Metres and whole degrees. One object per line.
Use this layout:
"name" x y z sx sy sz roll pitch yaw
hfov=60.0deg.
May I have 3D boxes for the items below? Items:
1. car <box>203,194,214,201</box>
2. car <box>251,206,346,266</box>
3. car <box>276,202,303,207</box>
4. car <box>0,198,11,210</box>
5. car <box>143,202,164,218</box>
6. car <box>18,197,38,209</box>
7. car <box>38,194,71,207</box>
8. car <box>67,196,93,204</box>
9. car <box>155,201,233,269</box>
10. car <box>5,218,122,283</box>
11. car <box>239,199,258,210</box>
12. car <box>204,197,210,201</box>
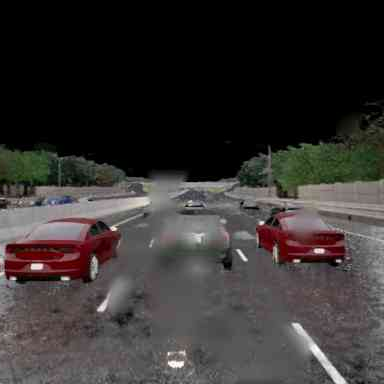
"car" 4.208 1.670 79.882 1.895 1.301 4.718 0 0 1
"car" 3.523 1.482 11.659 1.882 1.535 5.008 0 0 0
"car" 7.165 1.510 24.919 2.128 1.511 4.902 0 0 1
"car" -24.375 1.549 41.154 1.837 1.490 4.892 0 -1 1
"car" -3.279 1.592 30.771 1.994 1.385 4.181 0 0 0
"car" -20.845 1.397 43.770 2.097 1.767 4.553 0 0 1
"car" -17.355 1.269 43.201 2.150 2.045 5.566 0 0 1
"car" -13.862 1.570 42.587 1.812 1.442 4.674 0 0 1
"car" 0.124 1.355 11.347 2.097 1.767 4.553 0 0 0
"car" -3.381 1.480 9.737 1.882 1.535 5.008 0 0 0
"car" 7.321 1.610 43.089 1.994 1.385 4.181 0 0 1
"car" 0.215 1.518 29.907 2.128 1.511 4.902 0 0 0
